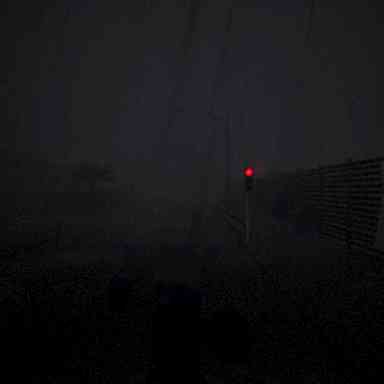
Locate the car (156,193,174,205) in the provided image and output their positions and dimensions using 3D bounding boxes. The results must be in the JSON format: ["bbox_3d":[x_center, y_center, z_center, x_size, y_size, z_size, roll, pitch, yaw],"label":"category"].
[{"bbox_3d":[-4.107,1.066,48.125,1.882,1.535,5.008,0,1,0],"label":"car"}]

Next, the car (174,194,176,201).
[{"bbox_3d":[-4.058,0.979,64.028,1.812,1.442,4.674,0,1,0],"label":"car"}]

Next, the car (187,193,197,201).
[{"bbox_3d":[-0.035,0.941,66.359,1.837,1.490,4.892,0,0,0],"label":"car"}]
